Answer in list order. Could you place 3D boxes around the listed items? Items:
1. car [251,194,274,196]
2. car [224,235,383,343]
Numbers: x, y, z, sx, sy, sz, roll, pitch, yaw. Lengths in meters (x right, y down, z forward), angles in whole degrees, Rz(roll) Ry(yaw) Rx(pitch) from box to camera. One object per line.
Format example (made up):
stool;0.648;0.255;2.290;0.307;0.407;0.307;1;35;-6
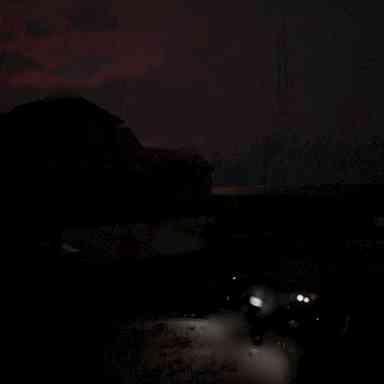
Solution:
car;8.225;1.268;35.898;2.150;2.045;5.566;0;0;-36
car;2.652;1.573;6.473;4.181;1.385;1.994;0;0;-35
